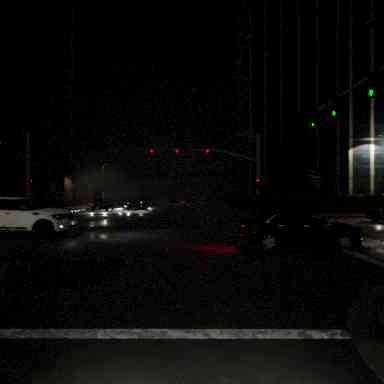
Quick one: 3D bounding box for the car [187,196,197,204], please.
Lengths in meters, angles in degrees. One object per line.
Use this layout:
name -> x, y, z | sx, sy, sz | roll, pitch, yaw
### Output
car -> -0.062, 1.525, 64.957 | 1.812, 1.442, 4.674 | 0, 0, 0

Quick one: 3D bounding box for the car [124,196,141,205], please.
car -> -10.608, 1.491, 59.342 | 2.128, 1.511, 4.902 | 0, 0, 0

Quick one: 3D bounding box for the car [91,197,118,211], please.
car -> -10.617, 1.526, 39.890 | 1.812, 1.442, 4.674 | 0, 0, 0

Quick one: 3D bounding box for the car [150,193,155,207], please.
car -> -7.136, 1.221, 52.900 | 2.150, 2.045, 5.566 | 0, 0, 0

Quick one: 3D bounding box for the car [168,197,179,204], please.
car -> -3.562, 1.601, 65.523 | 1.895, 1.301, 4.718 | 0, 0, 0

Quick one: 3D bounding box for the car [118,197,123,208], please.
car -> -10.639, 1.491, 49.159 | 2.128, 1.511, 4.902 | 0, 0, 0

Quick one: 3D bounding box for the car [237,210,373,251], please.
car -> 4.299, 1.505, 13.504 | 4.892, 1.490, 1.837 | 0, 0, -1

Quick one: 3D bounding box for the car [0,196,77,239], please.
car -> -8.809, 1.220, 16.861 | 5.566, 2.045, 2.150 | 0, 0, -1

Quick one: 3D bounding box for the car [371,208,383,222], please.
car -> 15.460, 1.478, 24.329 | 5.008, 1.535, 1.882 | 0, 0, -1

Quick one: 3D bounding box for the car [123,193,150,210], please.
car -> -7.139, 1.352, 43.399 | 2.097, 1.767, 4.553 | 0, 0, 0
